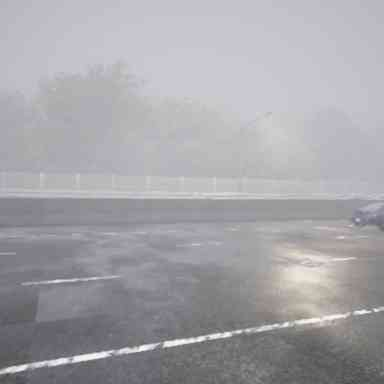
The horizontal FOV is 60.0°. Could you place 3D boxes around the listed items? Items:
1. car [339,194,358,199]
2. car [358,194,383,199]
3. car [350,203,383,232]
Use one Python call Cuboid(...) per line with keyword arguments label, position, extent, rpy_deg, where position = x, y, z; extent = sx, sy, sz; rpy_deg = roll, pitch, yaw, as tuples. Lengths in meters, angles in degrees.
Cuboid(label="car", position=(21.950, 1.015, 44.946), extent=(4.674, 1.442, 1.812), rpy_deg=(1, 1, -20))
Cuboid(label="car", position=(23.719, 1.109, 41.878), extent=(4.674, 1.442, 1.812), rpy_deg=(1, 1, -20))
Cuboid(label="car", position=(10.856, 1.318, 18.263), extent=(4.674, 1.442, 1.812), rpy_deg=(1, 1, -21))
